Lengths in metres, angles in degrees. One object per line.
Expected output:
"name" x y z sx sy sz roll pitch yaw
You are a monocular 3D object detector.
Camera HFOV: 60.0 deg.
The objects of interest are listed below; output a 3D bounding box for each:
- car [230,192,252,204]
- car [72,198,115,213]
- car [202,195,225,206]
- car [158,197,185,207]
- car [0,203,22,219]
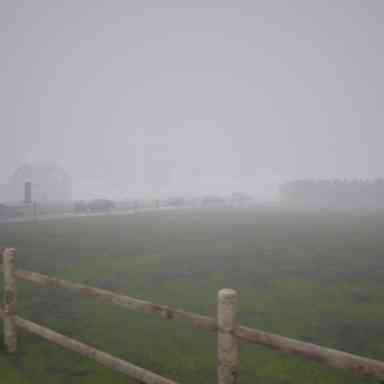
"car" 9.000 1.038 60.850 2.150 2.045 5.566 -1 0 34
"car" -10.868 1.470 36.965 1.882 1.535 5.008 -1 0 35
"car" 3.473 1.218 52.710 2.097 1.767 4.553 -1 0 35
"car" -3.010 1.421 48.367 2.128 1.511 4.902 -1 0 35
"car" -17.181 1.587 27.731 2.033 1.411 5.357 -1 0 34
